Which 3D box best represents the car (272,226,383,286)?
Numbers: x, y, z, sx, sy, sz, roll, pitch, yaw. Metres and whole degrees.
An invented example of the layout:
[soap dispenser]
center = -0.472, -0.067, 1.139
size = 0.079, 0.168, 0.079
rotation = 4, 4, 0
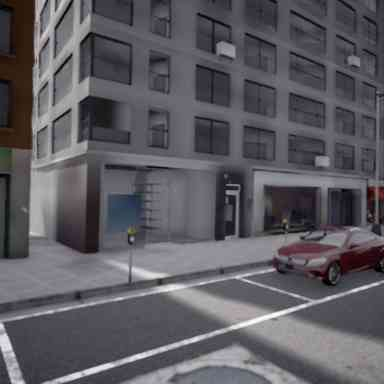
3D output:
[car]
center = 4.163, 1.666, 9.604
size = 4.206, 1.307, 1.802
rotation = 1, 0, -35
